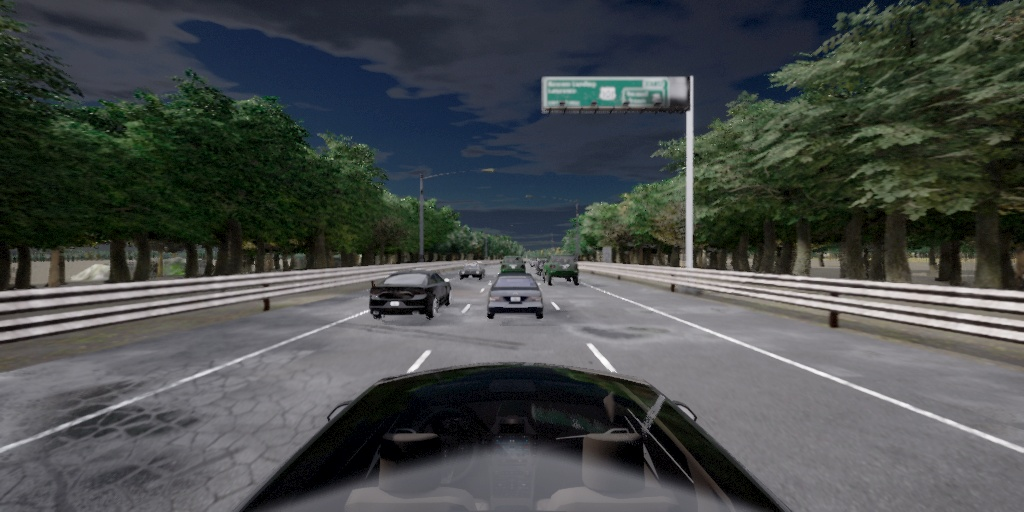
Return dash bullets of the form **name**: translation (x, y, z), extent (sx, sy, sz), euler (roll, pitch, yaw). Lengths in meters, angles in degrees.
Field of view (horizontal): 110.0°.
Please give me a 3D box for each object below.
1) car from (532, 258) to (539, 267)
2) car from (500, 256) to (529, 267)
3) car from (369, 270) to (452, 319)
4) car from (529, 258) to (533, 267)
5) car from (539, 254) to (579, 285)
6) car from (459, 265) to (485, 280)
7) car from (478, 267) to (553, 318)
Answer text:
- **car**: translation (3.527, 1.230, 38.429), extent (1.837, 1.490, 4.892), euler (0, 0, 0)
- **car**: translation (0.109, 1.036, 32.215), extent (2.150, 2.045, 5.566), euler (0, 0, 0)
- **car**: translation (-3.398, 1.238, 12.880), extent (1.882, 1.535, 5.008), euler (0, 0, 0)
- **car**: translation (3.940, 1.454, 60.264), extent (1.895, 1.301, 4.718), euler (0, 0, 2)
- **car**: translation (3.500, 0.891, 26.487), extent (2.150, 2.045, 5.566), euler (0, 0, 0)
- **car**: translation (-3.393, 1.413, 31.619), extent (1.895, 1.301, 4.718), euler (0, 0, 0)
- **car**: translation (0.101, 1.308, 12.979), extent (2.033, 1.411, 5.357), euler (0, 0, 0)
